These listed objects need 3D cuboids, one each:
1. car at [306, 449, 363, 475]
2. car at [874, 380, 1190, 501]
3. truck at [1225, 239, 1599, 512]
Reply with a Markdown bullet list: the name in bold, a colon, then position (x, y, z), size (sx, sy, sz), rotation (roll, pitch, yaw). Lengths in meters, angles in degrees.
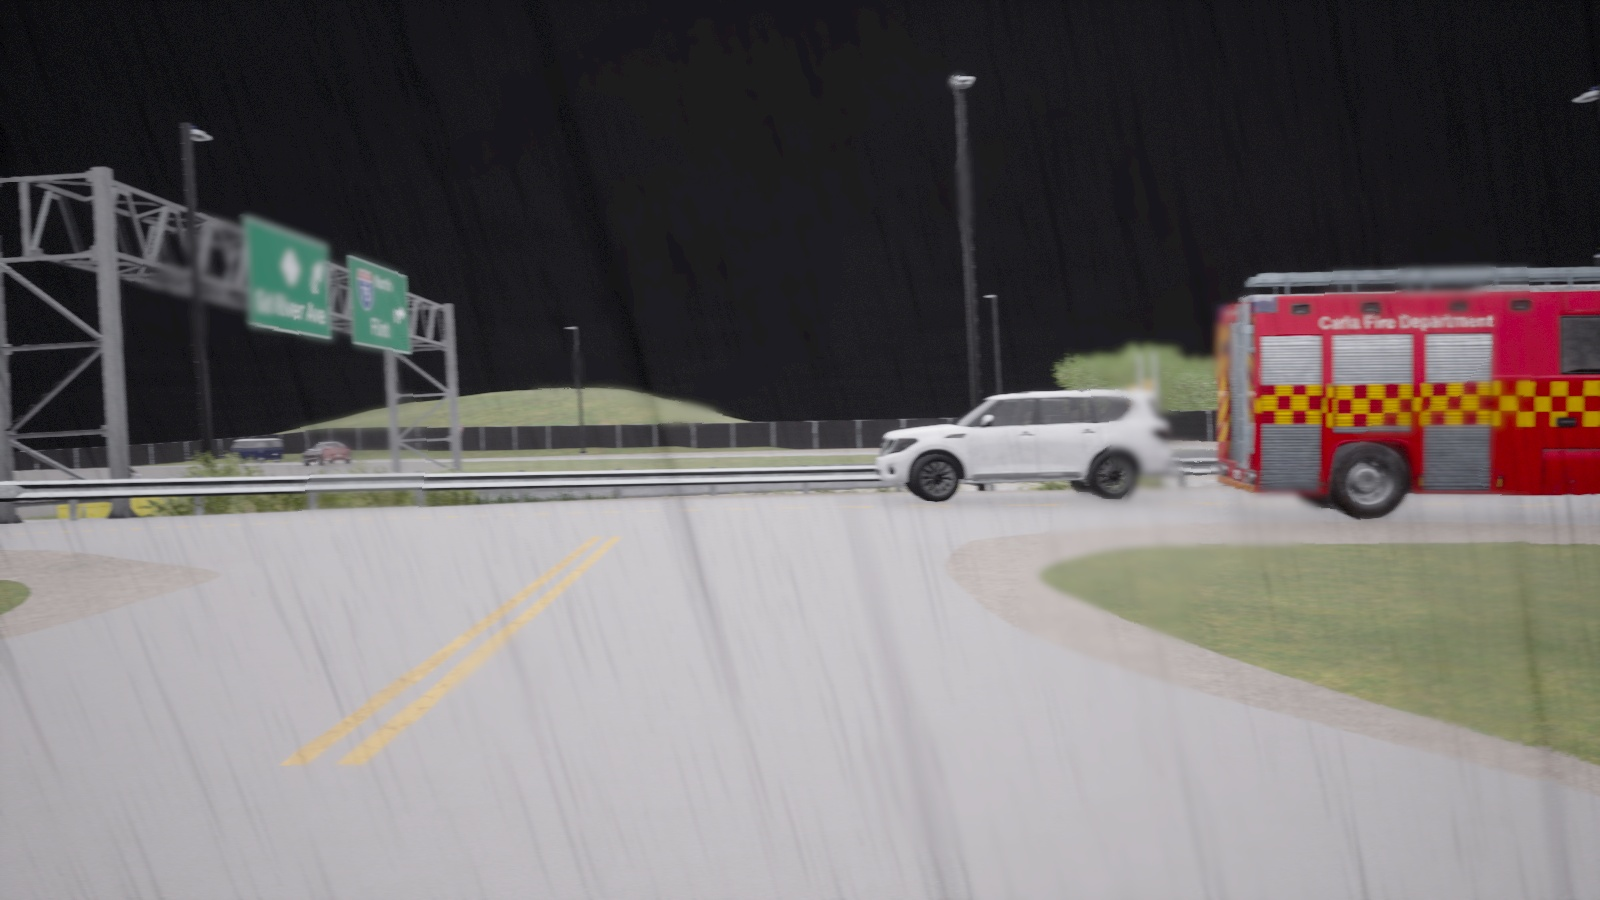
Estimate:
- **car**: position (-32.740, 0.846, 88.185), size (2.152, 1.651, 5.027), rotation (-5, 2, -39)
- **car**: position (4.297, -0.189, 23.948), size (5.566, 2.045, 2.150), rotation (-2, 1, 0)
- **truck**: position (11.297, -1.148, 19.488), size (8.468, 3.827, 2.891), rotation (-1, 2, 8)
